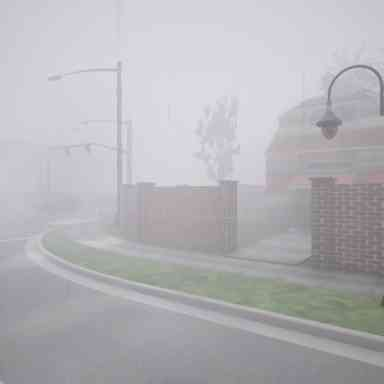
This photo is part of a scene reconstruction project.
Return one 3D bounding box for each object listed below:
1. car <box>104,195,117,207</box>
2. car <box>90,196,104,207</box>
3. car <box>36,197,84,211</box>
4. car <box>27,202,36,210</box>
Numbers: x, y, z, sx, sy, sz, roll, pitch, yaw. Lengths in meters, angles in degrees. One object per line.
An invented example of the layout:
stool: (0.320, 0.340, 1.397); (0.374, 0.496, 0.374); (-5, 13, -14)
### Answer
car: (-9.412, 1.285, 46.028); (1.812, 1.442, 4.674); (0, 1, 37)
car: (-12.321, 1.268, 47.977); (1.837, 1.490, 4.892); (0, 1, 37)
car: (-14.990, 1.373, 38.642); (1.837, 1.490, 4.892); (0, 1, 36)
car: (-17.720, 1.397, 40.829); (1.812, 1.442, 4.674); (0, 1, 37)
